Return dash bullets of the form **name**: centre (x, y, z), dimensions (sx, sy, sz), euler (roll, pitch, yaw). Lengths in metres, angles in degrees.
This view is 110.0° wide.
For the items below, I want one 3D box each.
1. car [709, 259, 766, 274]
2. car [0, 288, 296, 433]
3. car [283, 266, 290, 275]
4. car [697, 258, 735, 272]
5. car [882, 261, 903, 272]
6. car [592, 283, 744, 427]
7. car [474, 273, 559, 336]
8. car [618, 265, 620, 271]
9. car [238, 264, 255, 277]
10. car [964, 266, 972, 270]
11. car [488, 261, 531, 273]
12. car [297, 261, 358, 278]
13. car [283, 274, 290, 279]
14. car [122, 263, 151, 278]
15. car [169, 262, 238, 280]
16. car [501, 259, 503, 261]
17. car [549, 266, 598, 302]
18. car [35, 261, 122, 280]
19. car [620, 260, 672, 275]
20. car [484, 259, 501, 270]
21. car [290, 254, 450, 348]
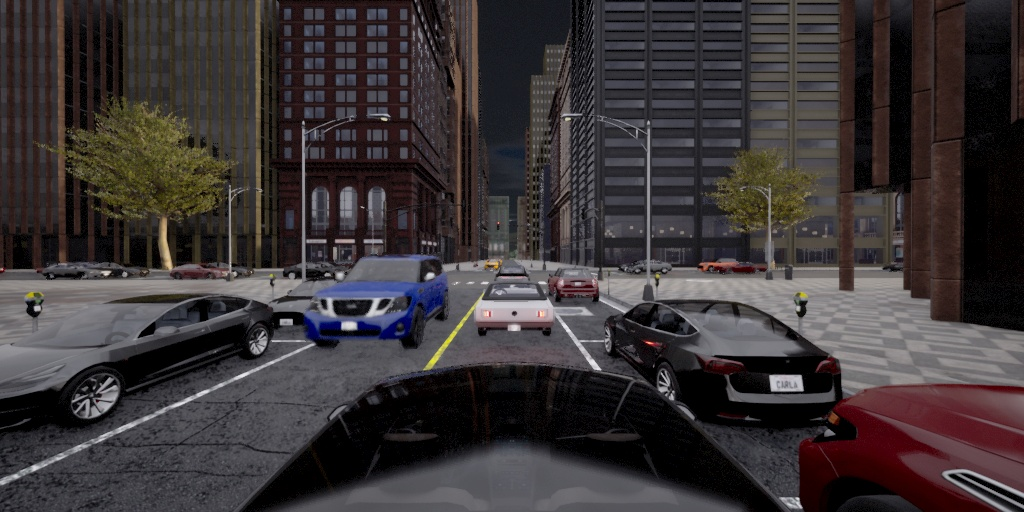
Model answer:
- **car**: centre (24.393, 1.288, 38.571), dimensions (4.718, 1.301, 1.895), euler (0, 0, 0)
- **car**: centre (-5.759, 1.316, 5.689), dimensions (1.948, 1.339, 4.313), euler (0, 0, 0)
- **car**: centre (-17.524, 1.298, 31.813), dimensions (5.008, 1.535, 1.882), euler (0, 0, -1)
- **car**: centre (24.128, 1.025, 41.818), dimensions (4.553, 1.767, 2.097), euler (0, 0, 0)
- **car**: centre (46.591, 1.177, 41.779), dimensions (5.357, 1.411, 2.033), euler (0, 0, 0)
- **car**: centre (2.767, 1.316, 5.685), dimensions (1.948, 1.339, 4.313), euler (0, 0, 0)
- **car**: centre (0.072, 1.351, 10.391), dimensions (1.895, 1.301, 4.718), euler (0, 0, 0)
- **car**: centre (14.865, 1.198, 41.807), dimensions (4.892, 1.490, 1.837), euler (0, 0, 0)
- **car**: centre (-27.927, 1.339, 35.045), dimensions (4.892, 1.490, 1.837), euler (0, 0, 0)
- **car**: centre (45.971, 1.247, 38.535), dimensions (4.718, 1.301, 1.895), euler (0, 0, 0)
- **car**: centre (0.015, 1.243, 19.601), dimensions (2.128, 1.511, 4.902), euler (0, 0, 0)
- **car**: centre (-17.938, 1.284, 35.059), dimensions (5.008, 1.535, 1.882), euler (0, 0, 0)
- **car**: centre (-5.754, 1.316, 11.325), dimensions (1.948, 1.339, 4.313), euler (0, 0, 0)
- **car**: centre (-38.333, 1.368, 35.043), dimensions (4.892, 1.490, 1.837), euler (0, 0, 0)
- **car**: centre (-27.586, 1.374, 31.798), dimensions (4.674, 1.442, 1.812), euler (0, 0, 0)
- **car**: centre (-3.021, 1.272, 62.740), dimensions (2.128, 1.511, 4.902), euler (0, 0, 0)
- **car**: centre (2.775, 1.191, 16.957), dimensions (1.967, 1.591, 4.097), euler (0, 0, 0)
- **car**: centre (-38.410, 1.371, 31.791), dimensions (4.902, 1.511, 2.128), euler (0, 0, 0)
- **car**: centre (14.648, 1.200, 38.568), dimensions (4.902, 1.511, 2.128), euler (0, 0, -2)
- **car**: centre (-3.013, 1.249, 53.447), dimensions (1.882, 1.535, 5.008), euler (0, 0, 0)
- **car**: centre (-3.093, 0.972, 9.578), dimensions (2.150, 2.045, 5.566), euler (0, 0, 0)
